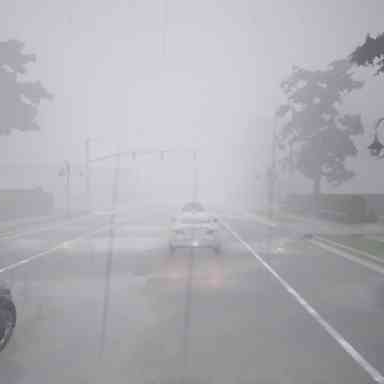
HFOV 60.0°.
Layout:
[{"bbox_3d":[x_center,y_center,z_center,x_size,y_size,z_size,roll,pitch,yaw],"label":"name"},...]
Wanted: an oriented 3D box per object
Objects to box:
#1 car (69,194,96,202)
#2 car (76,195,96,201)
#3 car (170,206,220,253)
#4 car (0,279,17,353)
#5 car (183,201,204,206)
[{"bbox_3d":[-23.284,1.207,69.790,4.611,1.667,2.242,0,0,1],"label":"car"},{"bbox_3d":[-23.998,1.360,75.542,3.806,1.475,1.970,0,0,1],"label":"car"},{"bbox_3d":[0.105,1.508,13.513,1.812,1.442,4.674,0,0,0],"label":"car"},{"bbox_3d":[-3.584,1.560,3.218,1.994,1.385,4.181,0,0,0],"label":"car"},{"bbox_3d":[0.111,1.525,30.131,1.994,1.385,4.181,0,0,0],"label":"car"}]
